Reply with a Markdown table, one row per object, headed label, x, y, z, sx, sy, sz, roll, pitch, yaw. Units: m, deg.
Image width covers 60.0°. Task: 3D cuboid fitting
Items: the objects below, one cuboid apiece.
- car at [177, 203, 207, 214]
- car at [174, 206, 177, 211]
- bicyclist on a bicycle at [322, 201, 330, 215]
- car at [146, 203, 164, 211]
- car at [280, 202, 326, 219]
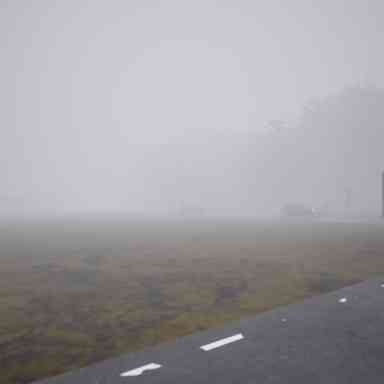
| label | x | y | z | sx | sy | sz | roll | pitch | yaw |
| --- | --- | --- | --- | --- | --- | --- | --- | --- | --- |
| car | 0.263 | 2.399 | 49.544 | 1.882 | 1.535 | 5.008 | -1 | -1 | -35 |
| car | -1.285 | 2.532 | 56.697 | 1.882 | 1.535 | 5.008 | -1 | -1 | -35 |
| bicyclist on a bicycle | 15.483 | 1.889 | 38.402 | 1.656 | 1.620 | 0.582 | 0 | -1 | -35 |
| car | -7.352 | 2.816 | 65.151 | 2.128 | 1.511 | 4.902 | -1 | -1 | -35 |
| car | 11.276 | 1.812 | 34.010 | 2.097 | 1.767 | 4.553 | -1 | -1 | -35 |
